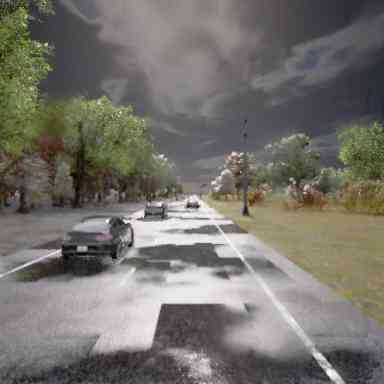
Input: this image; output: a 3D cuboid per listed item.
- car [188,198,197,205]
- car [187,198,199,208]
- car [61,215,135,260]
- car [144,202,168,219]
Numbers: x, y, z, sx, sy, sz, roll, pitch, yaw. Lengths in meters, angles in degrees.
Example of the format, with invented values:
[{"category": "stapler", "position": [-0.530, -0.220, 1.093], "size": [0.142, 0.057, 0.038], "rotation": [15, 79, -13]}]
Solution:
[{"category": "car", "position": [0.047, 2.037, 73.043], "size": [1.895, 1.301, 4.718], "rotation": [0, 0, 0]}, {"category": "car", "position": [0.135, 1.893, 54.673], "size": [1.994, 1.385, 4.181], "rotation": [0, 0, 0]}, {"category": "car", "position": [-3.392, 1.602, 12.598], "size": [1.812, 1.442, 4.674], "rotation": [0, 0, 0]}, {"category": "car", "position": [-3.382, 1.681, 31.634], "size": [2.128, 1.511, 4.902], "rotation": [0, 0, 0]}]
